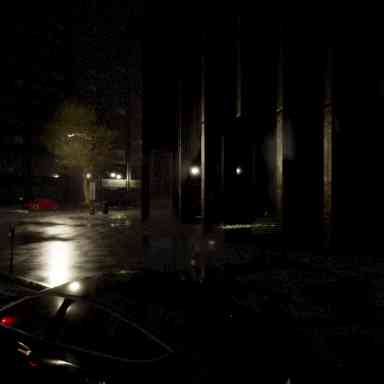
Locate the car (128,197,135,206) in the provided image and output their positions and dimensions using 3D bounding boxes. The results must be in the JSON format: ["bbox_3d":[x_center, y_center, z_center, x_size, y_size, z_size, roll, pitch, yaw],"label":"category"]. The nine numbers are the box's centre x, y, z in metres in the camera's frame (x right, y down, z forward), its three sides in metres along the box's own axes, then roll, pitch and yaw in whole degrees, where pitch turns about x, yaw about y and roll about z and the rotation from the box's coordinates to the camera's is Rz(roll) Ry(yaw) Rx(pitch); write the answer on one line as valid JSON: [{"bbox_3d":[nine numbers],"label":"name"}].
[{"bbox_3d":[-10.993,1.421,52.131,1.812,1.442,4.674,0,0,35],"label":"car"}]

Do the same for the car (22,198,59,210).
[{"bbox_3d":[-18.740,1.487,41.189,1.994,1.385,4.181,0,0,34],"label":"car"}]

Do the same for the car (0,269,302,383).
[{"bbox_3d":[-1.013,1.566,3.674,4.313,1.339,1.947,0,0,35],"label":"car"}]

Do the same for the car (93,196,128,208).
[{"bbox_3d":[-11.512,1.448,45.773,1.812,1.442,4.674,0,0,35],"label":"car"}]
